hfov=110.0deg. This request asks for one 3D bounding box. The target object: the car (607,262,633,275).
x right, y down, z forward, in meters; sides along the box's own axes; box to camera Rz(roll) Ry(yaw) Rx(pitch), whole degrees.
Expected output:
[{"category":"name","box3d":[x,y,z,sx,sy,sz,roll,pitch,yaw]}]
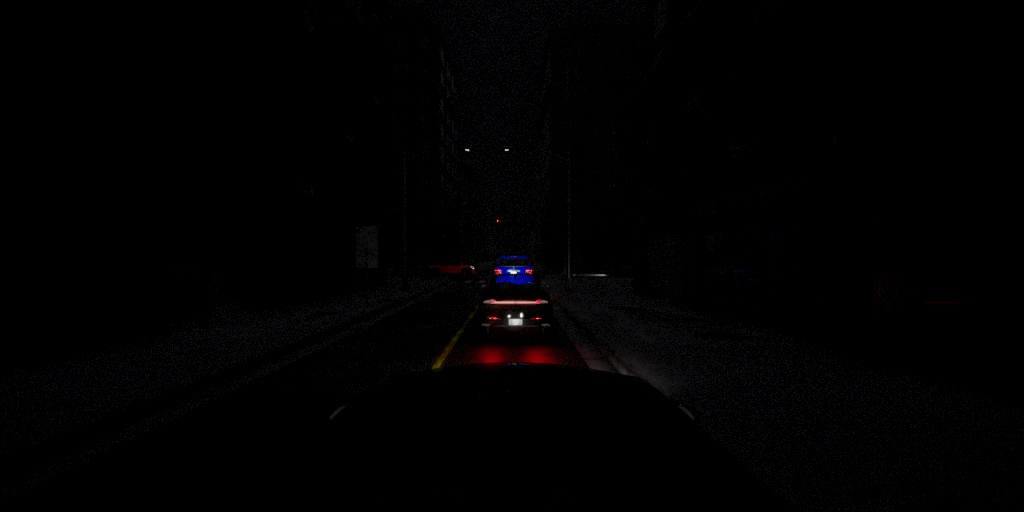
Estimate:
[{"category":"car","box3d":[12.166,1.315,37.648,4.181,1.385,1.994,0,0,0]}]

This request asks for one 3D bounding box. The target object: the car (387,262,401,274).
[{"category":"car","box3d":[-14.651,1.289,40.293,4.313,1.339,1.948,0,0,0]}]

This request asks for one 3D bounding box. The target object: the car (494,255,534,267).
[{"category":"car","box3d":[0.107,0.971,20.630,2.150,2.045,5.566,0,0,1]}]

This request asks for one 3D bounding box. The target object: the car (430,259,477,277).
[{"category":"car","box3d":[-5.644,1.102,34.769,4.553,1.767,2.097,0,0,0]}]

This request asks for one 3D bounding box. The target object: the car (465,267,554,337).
[{"category":"car","box3d":[0.100,1.241,10.318,2.128,1.511,4.902,0,0,0]}]
